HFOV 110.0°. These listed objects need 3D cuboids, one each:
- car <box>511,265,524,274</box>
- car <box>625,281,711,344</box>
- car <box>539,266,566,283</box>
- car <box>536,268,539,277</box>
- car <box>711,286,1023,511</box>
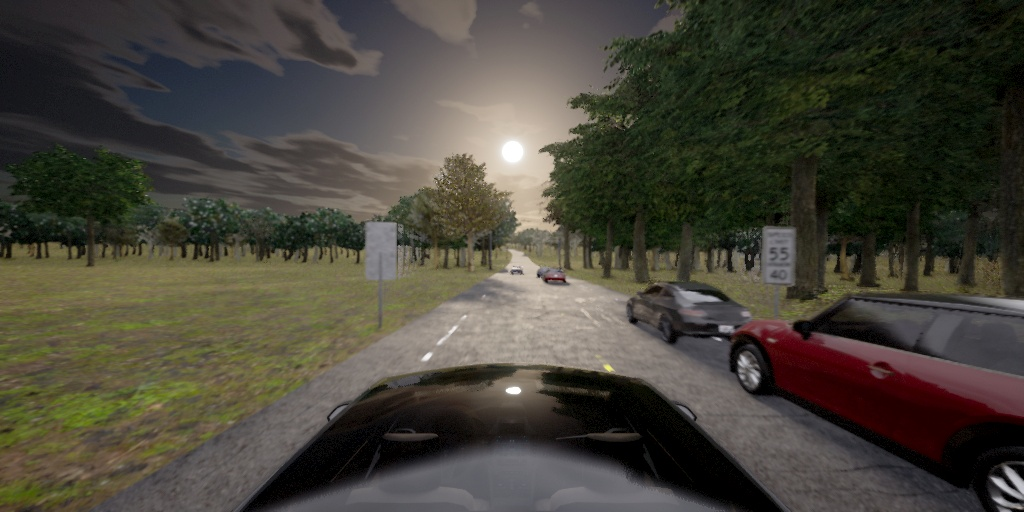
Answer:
[{"bbox_3d":[0.775,2.070,55.322,2.033,1.411,5.357,1,-1,1],"label":"car"},{"bbox_3d":[4.643,1.428,10.013,1.812,1.442,4.674,1,-1,1],"label":"car"},{"bbox_3d":[4.009,1.784,34.475,1.994,1.385,4.181,1,-1,1],"label":"car"},{"bbox_3d":[4.143,1.959,45.251,1.994,1.385,4.181,1,-1,1],"label":"car"},{"bbox_3d":[4.552,1.183,3.982,2.097,1.767,4.553,1,-1,1],"label":"car"}]
